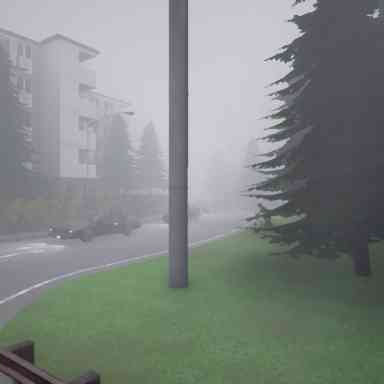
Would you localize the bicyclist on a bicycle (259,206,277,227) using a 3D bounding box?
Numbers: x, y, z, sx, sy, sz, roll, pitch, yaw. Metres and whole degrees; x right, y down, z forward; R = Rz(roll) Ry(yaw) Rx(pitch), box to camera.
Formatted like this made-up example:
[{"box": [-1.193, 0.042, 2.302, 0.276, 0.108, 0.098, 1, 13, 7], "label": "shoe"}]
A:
[{"box": [4.316, 1.498, 20.231, 1.656, 1.620, 0.582, -3, 1, 23], "label": "bicyclist on a bicycle"}]

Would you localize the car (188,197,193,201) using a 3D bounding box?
[{"box": [0.161, 1.666, 57.577, 2.128, 1.511, 4.902, 0, 0, -33], "label": "car"}]

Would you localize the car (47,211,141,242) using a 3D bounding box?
[{"box": [-4.968, 1.723, 17.923, 2.033, 1.411, 5.357, 0, 0, 29], "label": "car"}]

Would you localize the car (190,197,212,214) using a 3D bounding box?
[{"box": [1.001, 1.680, 38.276, 1.837, 1.490, 4.892, 0, 0, 1], "label": "car"}]

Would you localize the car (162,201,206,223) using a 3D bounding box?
[{"box": [-0.722, 1.723, 27.621, 2.033, 1.411, 5.357, 0, 0, 17], "label": "car"}]

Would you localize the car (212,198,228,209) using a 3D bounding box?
[{"box": [3.789, 1.680, 48.087, 1.837, 1.490, 4.892, 0, 0, -13], "label": "car"}]
